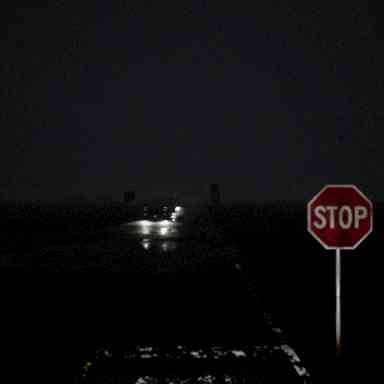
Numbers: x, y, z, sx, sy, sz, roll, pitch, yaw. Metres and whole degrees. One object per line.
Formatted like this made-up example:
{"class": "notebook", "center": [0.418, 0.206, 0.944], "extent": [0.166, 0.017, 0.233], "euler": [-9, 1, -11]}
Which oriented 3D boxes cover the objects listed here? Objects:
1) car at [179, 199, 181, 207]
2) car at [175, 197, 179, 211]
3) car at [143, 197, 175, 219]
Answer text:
{"class": "car", "center": [-2.823, 1.554, 53.563], "extent": [2.128, 1.511, 4.902], "euler": [0, 0, 0]}
{"class": "car", "center": [-2.840, 1.537, 38.350], "extent": [1.837, 1.490, 4.892], "euler": [0, 1, 0]}
{"class": "car", "center": [-2.898, 1.372, 28.926], "extent": [2.097, 1.767, 4.553], "euler": [0, 0, 2]}
